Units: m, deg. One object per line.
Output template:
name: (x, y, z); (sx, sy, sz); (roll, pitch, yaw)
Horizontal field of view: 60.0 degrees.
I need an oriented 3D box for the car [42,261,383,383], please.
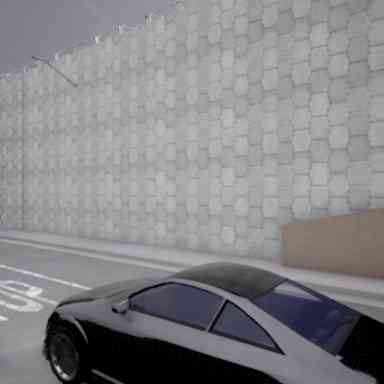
car: (0.096, 1.566, 3.916); (4.181, 1.385, 1.994); (0, 0, 36)
